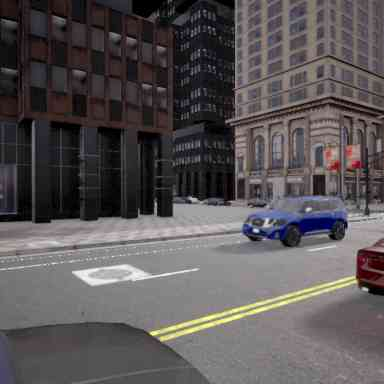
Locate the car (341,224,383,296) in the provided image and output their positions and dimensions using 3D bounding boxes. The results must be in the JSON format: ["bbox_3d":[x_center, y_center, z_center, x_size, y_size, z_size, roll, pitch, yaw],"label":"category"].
[{"bbox_3d":[5.680,1.478,7.494,5.008,1.535,1.882,0,0,-36],"label":"car"}]

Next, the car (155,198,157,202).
[{"bbox_3d":[-6.706,1.598,73.908,2.128,1.511,4.902,0,0,-35],"label":"car"}]

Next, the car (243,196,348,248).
[{"bbox_3d":[4.849,1.223,15.117,5.566,2.045,2.150,0,0,-36],"label":"car"}]

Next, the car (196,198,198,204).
[{"bbox_3d":[-0.593,1.583,65.436,1.812,1.442,4.674,0,0,-35],"label":"car"}]

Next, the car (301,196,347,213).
[{"bbox_3d":[14.946,1.379,37.897,2.097,1.767,4.553,0,0,-35],"label":"car"}]

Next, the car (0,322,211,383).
[{"bbox_3d":[-2.335,1.547,1.779,5.357,1.411,2.033,0,0,-35],"label":"car"}]

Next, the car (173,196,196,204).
[{"bbox_3d":[-2.131,1.611,62.137,2.033,1.411,5.357,0,0,-35],"label":"car"}]

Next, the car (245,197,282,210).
[{"bbox_3d":[9.670,1.528,45.363,2.128,1.511,4.902,0,0,-35],"label":"car"}]

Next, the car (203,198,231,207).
[{"bbox_3d":[3.980,1.596,53.429,2.033,1.411,5.357,0,0,-35],"label":"car"}]
